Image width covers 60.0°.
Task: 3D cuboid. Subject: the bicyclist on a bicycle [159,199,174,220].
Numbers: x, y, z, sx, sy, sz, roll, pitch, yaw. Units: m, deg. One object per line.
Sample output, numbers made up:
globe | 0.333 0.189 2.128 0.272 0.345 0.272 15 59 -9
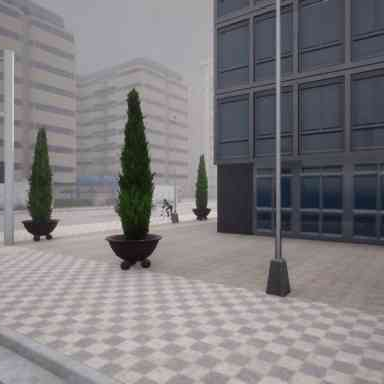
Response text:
bicyclist on a bicycle | -1.975 1.356 25.864 1.656 1.620 0.582 0 0 35
